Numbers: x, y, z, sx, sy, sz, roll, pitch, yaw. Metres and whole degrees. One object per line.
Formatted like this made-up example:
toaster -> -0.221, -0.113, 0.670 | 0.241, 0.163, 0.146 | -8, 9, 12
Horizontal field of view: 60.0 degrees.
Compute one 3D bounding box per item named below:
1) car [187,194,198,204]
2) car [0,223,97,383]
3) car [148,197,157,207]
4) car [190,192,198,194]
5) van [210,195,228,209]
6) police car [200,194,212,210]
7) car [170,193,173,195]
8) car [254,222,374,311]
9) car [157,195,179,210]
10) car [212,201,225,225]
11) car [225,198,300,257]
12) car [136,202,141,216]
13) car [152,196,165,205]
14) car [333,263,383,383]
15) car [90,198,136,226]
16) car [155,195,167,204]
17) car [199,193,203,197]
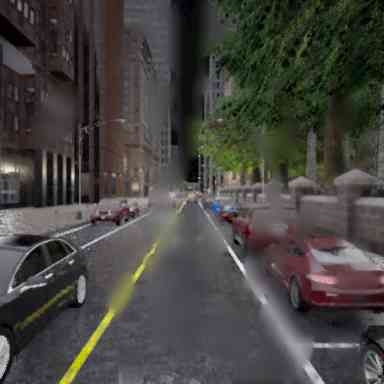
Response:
car -> 0.009, 1.506, 62.821 | 1.994, 1.385, 4.181 | 0, 0, 1
car -> -3.093, 1.518, 5.238 | 1.837, 1.490, 4.892 | 0, 0, 0
car -> -5.770, 1.523, 51.678 | 2.008, 1.369, 4.403 | 0, 0, 0
car -> -0.010, 1.192, 75.698 | 1.882, 1.535, 5.008 | 0, 0, 0
van -> 2.759, 1.359, 29.592 | 1.690, 1.788, 3.998 | 0, 0, 0
police car -> 2.360, 1.419, 42.023 | 1.930, 1.638, 5.238 | 0, 0, 0
car -> -5.772, 1.470, 73.775 | 1.947, 1.339, 4.313 | 0, 0, 0
car -> 2.759, 1.600, 7.492 | 1.802, 1.307, 4.206 | 0, 0, 0
car -> -3.085, 1.468, 43.697 | 1.882, 1.535, 5.008 | 0, 0, 0
car -> 2.759, 1.570, 24.069 | 1.887, 1.381, 4.507 | 0, 0, 0
car -> 2.758, 1.340, 13.018 | 2.192, 1.841, 5.009 | 0, 0, 0
car -> -5.767, 1.457, 29.581 | 1.967, 1.590, 4.097 | 0, 0, 0
car -> -5.770, 1.484, 57.032 | 1.752, 1.417, 4.829 | 0, 0, 0
car -> 2.757, 1.572, 1.966 | 1.947, 1.339, 4.313 | 0, 0, 0
car -> -5.767, 1.339, 24.058 | 2.192, 1.841, 5.009 | 0, 0, 0
car -> -5.770, 1.381, 62.727 | 1.967, 1.590, 4.097 | 0, 0, 0
car -> 2.756, 1.274, 57.214 | 2.192, 1.841, 5.009 | 0, 0, 0
